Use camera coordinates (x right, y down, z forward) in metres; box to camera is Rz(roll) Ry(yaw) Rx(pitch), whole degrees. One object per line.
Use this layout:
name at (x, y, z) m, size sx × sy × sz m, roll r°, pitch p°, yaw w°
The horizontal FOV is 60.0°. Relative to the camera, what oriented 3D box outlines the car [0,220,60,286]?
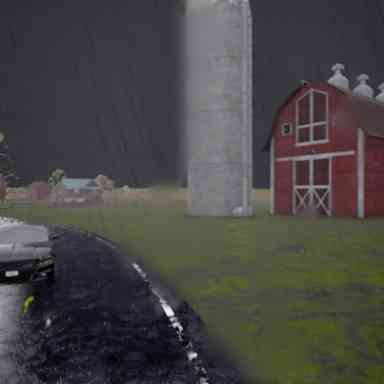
car at (-5.076, 1.651, 9.991) m, size 1.882 × 1.535 × 5.008 m, roll 0°, pitch -1°, yaw -22°
